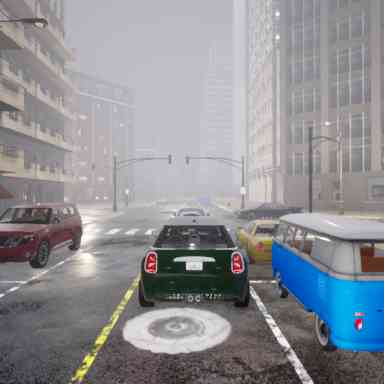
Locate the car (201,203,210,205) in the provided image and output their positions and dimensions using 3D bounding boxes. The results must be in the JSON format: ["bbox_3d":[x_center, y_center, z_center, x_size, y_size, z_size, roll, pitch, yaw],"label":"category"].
[{"bbox_3d":[-0.029,1.536,17.164,1.812,1.442,4.674,0,0,0],"label":"car"}]

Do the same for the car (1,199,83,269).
[{"bbox_3d":[-5.328,1.320,11.417,2.192,1.841,5.009,0,0,0],"label":"car"}]

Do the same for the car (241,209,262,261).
[{"bbox_3d":[2.550,1.531,11.606,1.752,1.417,4.829,0,0,0],"label":"car"}]

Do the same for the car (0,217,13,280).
[{"bbox_3d":[-5.319,1.442,5.880,1.967,1.590,4.097,0,0,0],"label":"car"}]

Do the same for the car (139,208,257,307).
[{"bbox_3d":[0.050,1.355,8.120,2.097,1.767,4.553,0,0,0],"label":"car"}]

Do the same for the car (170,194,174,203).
[{"bbox_3d":[-5.432,1.559,71.523,1.967,1.590,4.097,0,0,0],"label":"car"}]

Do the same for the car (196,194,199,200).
[{"bbox_3d":[2.429,1.702,82.640,1.887,1.381,4.507,0,0,0],"label":"car"}]

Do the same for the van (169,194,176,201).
[{"bbox_3d":[-5.469,1.540,93.731,1.690,1.788,3.998,0,0,0],"label":"van"}]

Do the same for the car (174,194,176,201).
[{"bbox_3d":[-5.442,1.704,77.075,1.947,1.339,4.313,0,0,0],"label":"car"}]

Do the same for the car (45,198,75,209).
[{"bbox_3d":[-19.966,1.690,50.276,5.008,1.535,1.882,-1,-1,36],"label":"car"}]

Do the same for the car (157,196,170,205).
[{"bbox_3d":[-5.413,1.611,60.247,1.752,1.417,4.829,0,0,0],"label":"car"}]

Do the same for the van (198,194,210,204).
[{"bbox_3d":[2.468,1.428,60.431,1.690,1.788,3.998,0,0,0],"label":"van"}]

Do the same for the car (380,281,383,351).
[{"bbox_3d":[2.569,1.526,0.536,1.752,1.417,4.829,0,0,0],"label":"car"}]

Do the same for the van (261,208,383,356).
[{"bbox_3d":[2.562,1.343,5.900,1.690,1.788,3.998,0,0,0],"label":"van"}]

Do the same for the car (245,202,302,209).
[{"bbox_3d":[5.926,1.490,25.842,5.357,1.411,2.033,-1,0,-7],"label":"car"}]
